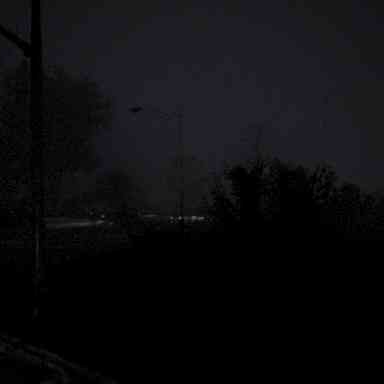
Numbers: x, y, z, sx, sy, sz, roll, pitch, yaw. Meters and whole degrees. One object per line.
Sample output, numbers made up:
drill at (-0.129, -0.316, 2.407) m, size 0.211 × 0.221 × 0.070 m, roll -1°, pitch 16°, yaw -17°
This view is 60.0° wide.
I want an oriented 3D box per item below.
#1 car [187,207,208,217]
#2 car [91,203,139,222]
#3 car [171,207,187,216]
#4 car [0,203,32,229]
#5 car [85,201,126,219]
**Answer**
car at (1.662, 3.052, 51.658) m, size 2.128 × 1.511 × 4.902 m, roll 0°, pitch -3°, yaw 25°
car at (-7.083, 2.063, 32.435) m, size 2.128 × 1.511 × 4.902 m, roll 0°, pitch -3°, yaw 24°
car at (-1.593, 3.094, 52.959) m, size 1.812 × 1.442 × 4.674 m, roll 0°, pitch -3°, yaw 25°
car at (-12.302, 1.529, 20.838) m, size 2.097 × 1.767 × 4.553 m, roll 0°, pitch -1°, yaw 24°
car at (-9.122, 1.938, 36.434) m, size 2.150 × 2.045 × 5.566 m, roll 0°, pitch -3°, yaw 24°
